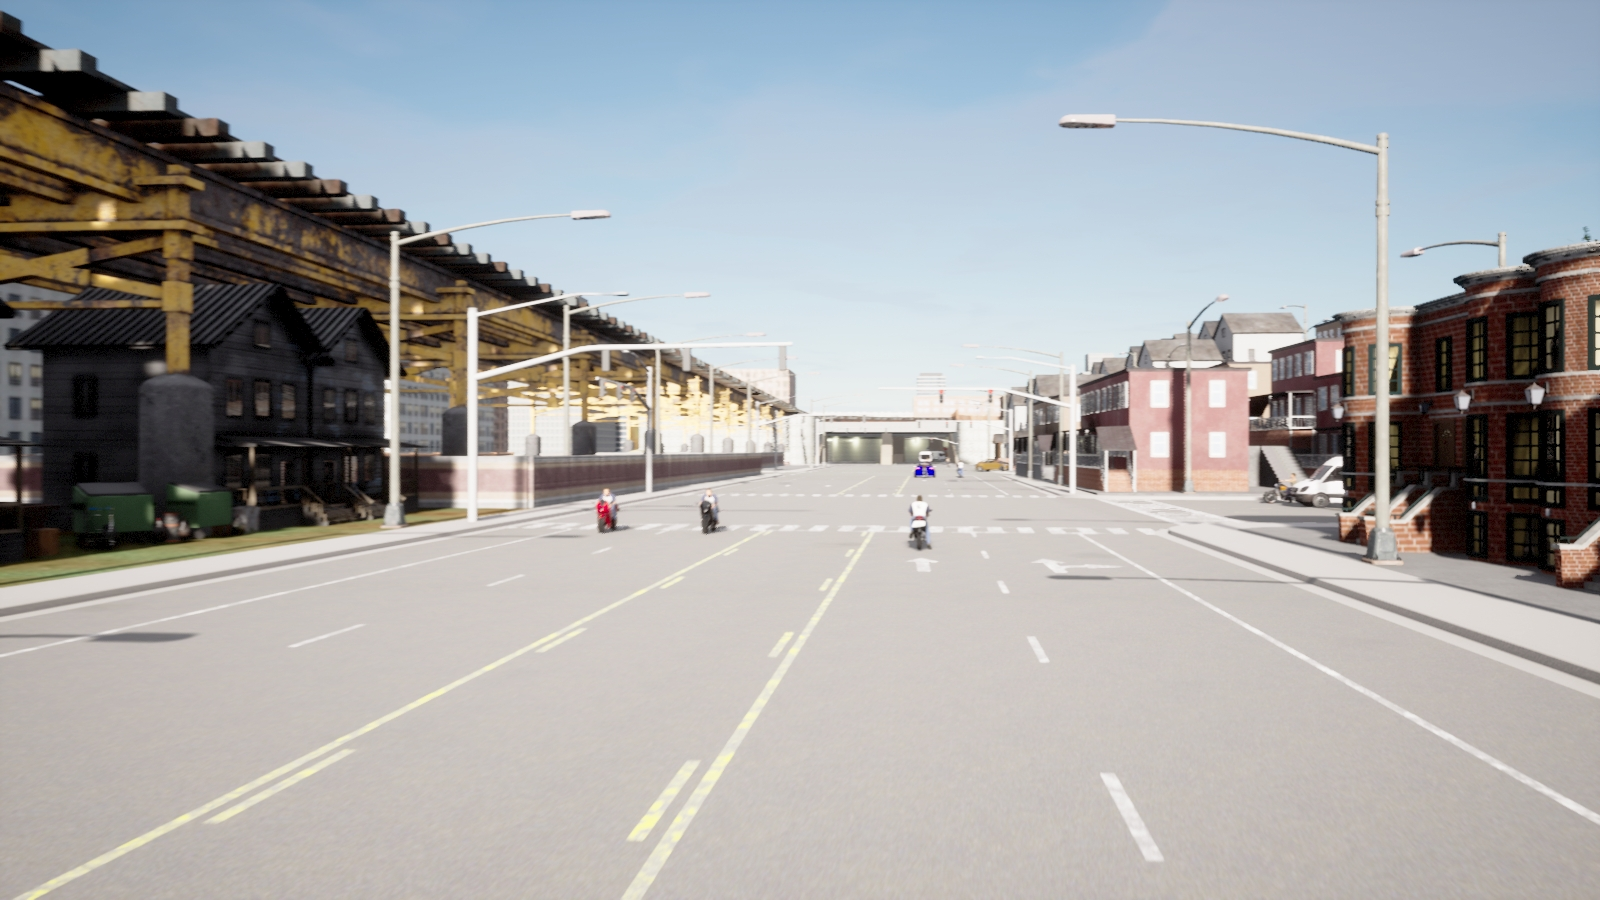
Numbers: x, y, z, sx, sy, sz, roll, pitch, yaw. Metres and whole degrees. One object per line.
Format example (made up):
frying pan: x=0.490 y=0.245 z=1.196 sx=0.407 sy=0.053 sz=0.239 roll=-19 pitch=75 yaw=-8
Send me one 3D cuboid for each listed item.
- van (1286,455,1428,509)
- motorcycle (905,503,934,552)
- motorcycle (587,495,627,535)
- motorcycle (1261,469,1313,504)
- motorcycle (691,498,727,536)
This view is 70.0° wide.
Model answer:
van: x=27.205 y=1.548 z=55.941 sx=5.915 sy=2.561 sz=1.988 roll=0 pitch=0 yaw=6
motorcycle: x=3.392 y=2.175 z=32.419 sx=0.803 sy=1.224 sz=2.033 roll=0 pitch=0 yaw=6
motorcycle: x=-6.497 y=2.170 z=38.509 sx=0.803 sy=1.224 sz=2.033 roll=0 pitch=0 yaw=6
motorcycle: x=25.414 y=1.920 z=59.664 sx=2.356 sy=1.802 sz=0.764 roll=0 pitch=0 yaw=6
motorcycle: x=-3.020 y=2.211 z=38.102 sx=0.803 sy=1.145 sz=2.033 roll=0 pitch=0 yaw=6
